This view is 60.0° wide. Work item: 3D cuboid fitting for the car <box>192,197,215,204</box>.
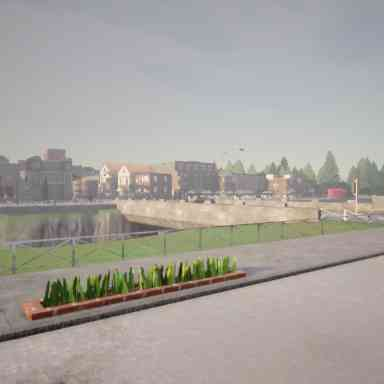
[{"bbox_3d":[1.957,1.526,55.318,1.812,1.442,4.674,0,0,-35],"label":"car"}]
